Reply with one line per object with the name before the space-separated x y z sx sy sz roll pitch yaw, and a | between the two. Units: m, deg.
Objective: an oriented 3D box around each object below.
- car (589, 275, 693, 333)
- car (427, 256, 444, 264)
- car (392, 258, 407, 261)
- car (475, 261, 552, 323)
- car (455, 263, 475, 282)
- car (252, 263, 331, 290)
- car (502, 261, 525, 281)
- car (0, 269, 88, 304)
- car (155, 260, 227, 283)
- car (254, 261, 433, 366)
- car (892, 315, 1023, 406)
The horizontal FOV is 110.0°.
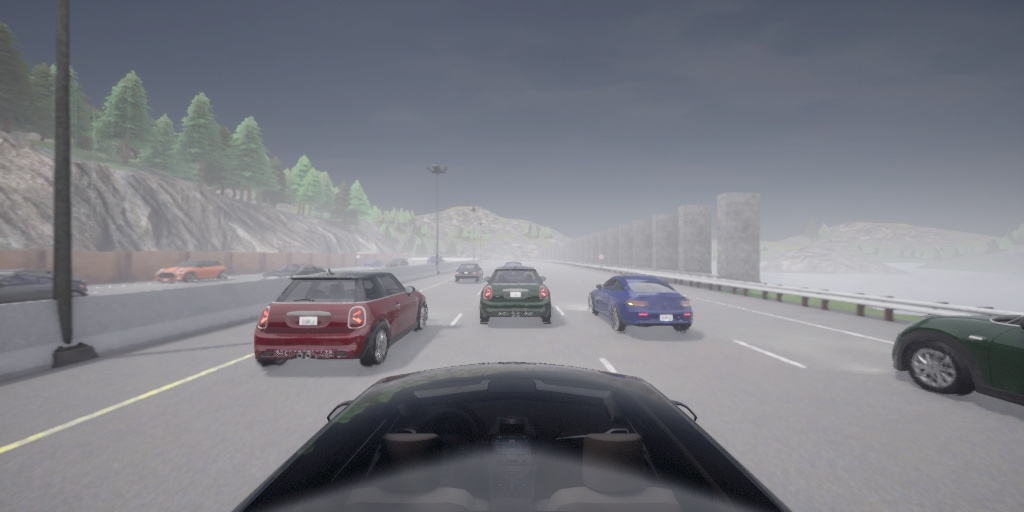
car | 3.604 1.276 10.673 1.812 1.442 4.674 0 0 0
car | -13.378 0.974 62.762 2.150 2.045 5.566 0 0 2
car | -17.101 1.105 53.981 2.097 1.767 4.553 0 0 2
car | 0.104 1.102 12.189 2.097 1.767 4.553 0 0 0
car | -3.386 1.298 28.960 2.033 1.411 5.357 0 0 0
car | -14.084 1.243 23.365 2.128 1.511 4.902 0 0 0
car | 0.130 1.229 31.463 1.882 1.535 5.008 0 0 0
car | -17.595 1.315 12.228 1.994 1.385 4.181 0 0 0
car | -24.572 1.103 27.676 2.097 1.767 4.553 0 0 0
car | -3.396 1.102 8.106 2.097 1.767 4.553 0 0 0
car | 7.101 1.102 3.778 2.097 1.767 4.553 0 0 0
